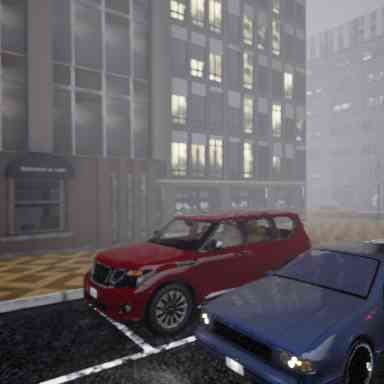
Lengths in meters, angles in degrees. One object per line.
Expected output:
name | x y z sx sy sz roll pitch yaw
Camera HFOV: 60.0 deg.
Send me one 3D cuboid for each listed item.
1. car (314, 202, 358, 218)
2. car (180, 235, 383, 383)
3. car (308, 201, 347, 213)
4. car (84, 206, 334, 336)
car | 14.682 1.923 34.646 1.752 1.417 4.829 -2 0 -36
car | 2.644 1.557 5.262 5.357 1.411 2.033 0 0 -35
car | 17.988 1.989 44.301 2.008 1.369 4.403 -2 0 -36
car | 0.446 1.323 6.888 5.009 1.841 2.192 0 -1 -35
